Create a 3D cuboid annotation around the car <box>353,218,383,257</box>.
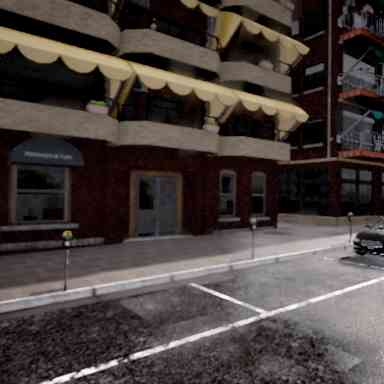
[{"bbox_3d":[7.491,1.548,11.888,4.403,1.369,2.008,0,1,-35],"label":"car"}]
